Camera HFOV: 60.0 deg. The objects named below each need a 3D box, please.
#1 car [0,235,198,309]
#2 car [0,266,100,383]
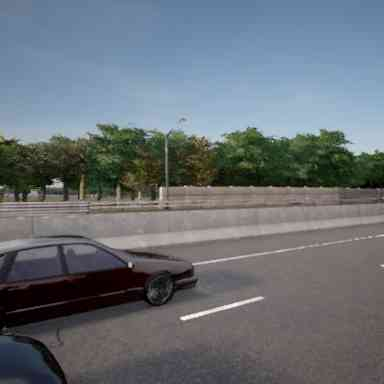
[{"bbox_3d":[-2.486,1.549,6.273,5.357,1.411,2.033,0,0,-35],"label":"car"},{"bbox_3d":[-2.774,1.563,1.767,4.181,1.385,1.994,0,0,-36],"label":"car"}]
